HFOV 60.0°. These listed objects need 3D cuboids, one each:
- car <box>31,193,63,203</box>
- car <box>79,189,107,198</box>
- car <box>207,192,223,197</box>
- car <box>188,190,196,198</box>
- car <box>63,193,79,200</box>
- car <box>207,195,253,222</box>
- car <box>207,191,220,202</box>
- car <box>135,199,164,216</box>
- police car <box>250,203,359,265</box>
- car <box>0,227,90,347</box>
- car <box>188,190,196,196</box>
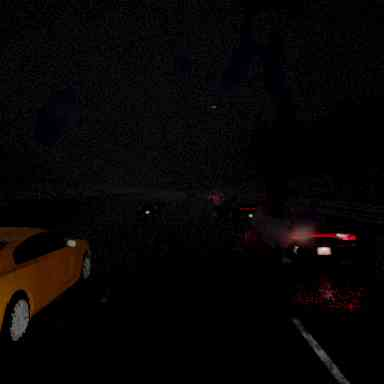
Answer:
[{"bbox_3d":[-21.075,0.893,47.856,2.033,1.411,5.357,0,1,1],"label":"car"},{"bbox_3d":[-14.081,0.557,48.581,2.150,2.045,5.566,0,1,1],"label":"car"},{"bbox_3d":[3.476,0.897,44.242,2.163,1.488,4.792,0,1,0],"label":"car"},{"bbox_3d":[-0.042,0.524,76.314,1.837,1.490,4.892,0,1,0],"label":"car"},{"bbox_3d":[-17.573,0.875,49.321,2.033,1.411,5.357,0,1,1],"label":"car"},{"bbox_3d":[2.945,1.183,23.093,1.837,1.490,4.892,0,1,-18],"label":"car"},{"bbox_3d":[3.470,0.712,55.407,1.801,1.575,5.366,0,1,0],"label":"car"},{"bbox_3d":[-3.417,1.214,27.685,1.895,1.301,4.718,0,1,0],"label":"car"},{"bbox_3d":[3.493,1.347,11.196,2.038,1.542,4.974,0,1,0],"label":"police car"},{"bbox_3d":[-3.404,1.389,6.178,1.882,1.535,5.008,0,1,0],"label":"car"},{"bbox_3d":[-0.049,0.241,89.188,2.097,1.767,4.553,0,1,0],"label":"car"}]
